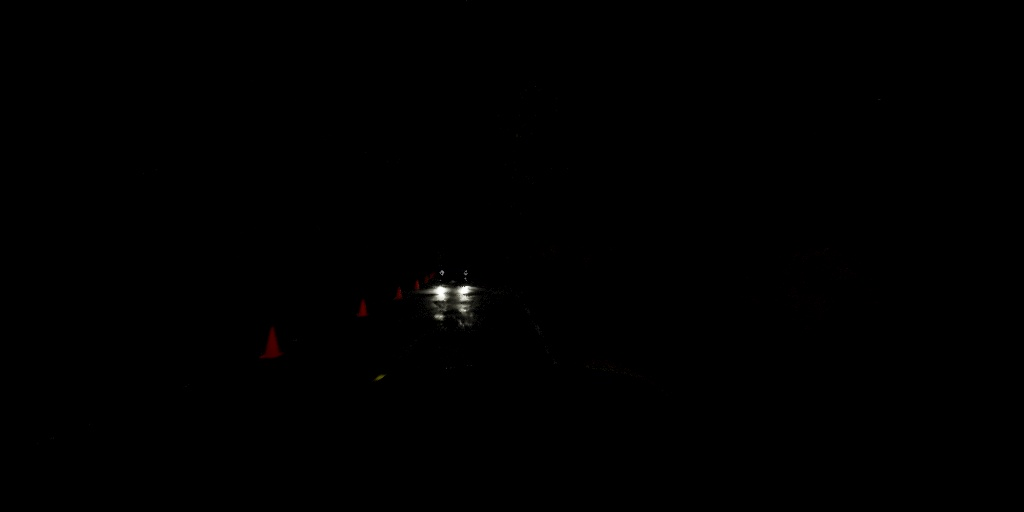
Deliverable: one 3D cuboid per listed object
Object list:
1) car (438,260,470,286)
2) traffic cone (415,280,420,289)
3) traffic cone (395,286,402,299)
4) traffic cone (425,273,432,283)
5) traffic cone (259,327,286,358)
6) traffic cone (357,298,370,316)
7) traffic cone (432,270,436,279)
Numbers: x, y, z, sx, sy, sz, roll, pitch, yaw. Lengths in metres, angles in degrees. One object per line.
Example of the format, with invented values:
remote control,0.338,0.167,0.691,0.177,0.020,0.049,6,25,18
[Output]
car,-4.138,1.118,25.801,2.097,1.767,4.553,-1,0,-7
traffic cone,-5.865,1.748,22.135,0.340,0.580,0.340,0,0,-6
traffic cone,-5.423,1.749,17.225,0.340,0.580,0.340,0,0,-4
traffic cone,-6.433,1.747,27.032,0.340,0.580,0.340,0,0,-7
traffic cone,-4.921,1.757,7.378,0.340,0.580,0.340,0,0,-1
traffic cone,-5.108,1.753,12.305,0.340,0.580,0.340,0,0,-3
traffic cone,-7.128,1.748,31.913,0.340,0.580,0.340,0,0,-9
